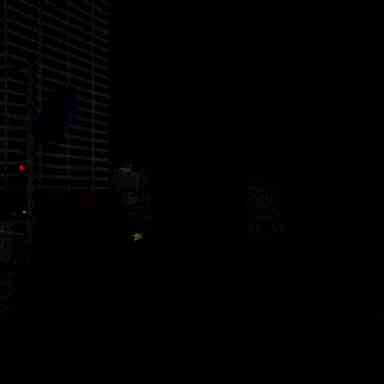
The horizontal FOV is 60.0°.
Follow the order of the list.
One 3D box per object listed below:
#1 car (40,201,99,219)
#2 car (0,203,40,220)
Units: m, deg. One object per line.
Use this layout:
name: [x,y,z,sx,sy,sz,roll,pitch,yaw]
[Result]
car: [-10.919,1.614,30.626,1.882,1.535,5.008,0,0,35]
car: [-15.291,1.701,30.509,2.033,1.411,5.357,0,0,35]
